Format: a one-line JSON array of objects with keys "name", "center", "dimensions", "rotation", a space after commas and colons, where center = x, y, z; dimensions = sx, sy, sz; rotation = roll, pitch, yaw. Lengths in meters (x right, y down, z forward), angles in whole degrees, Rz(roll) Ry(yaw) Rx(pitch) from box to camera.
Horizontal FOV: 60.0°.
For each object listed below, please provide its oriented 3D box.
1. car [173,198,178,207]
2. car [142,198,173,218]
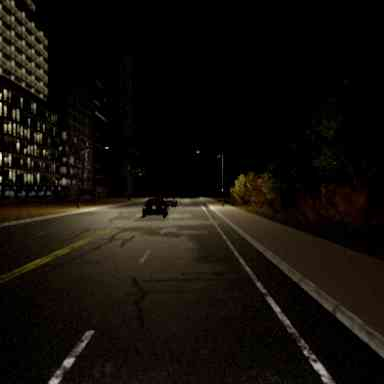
[{"name": "car", "center": [-3.191, 1.536, 49.883], "dimensions": [1.994, 1.385, 4.181], "rotation": [0, 0, 0]}, {"name": "car", "center": [-3.175, 1.335, 29.994], "dimensions": [2.097, 1.767, 4.553], "rotation": [0, 0, 0]}]
